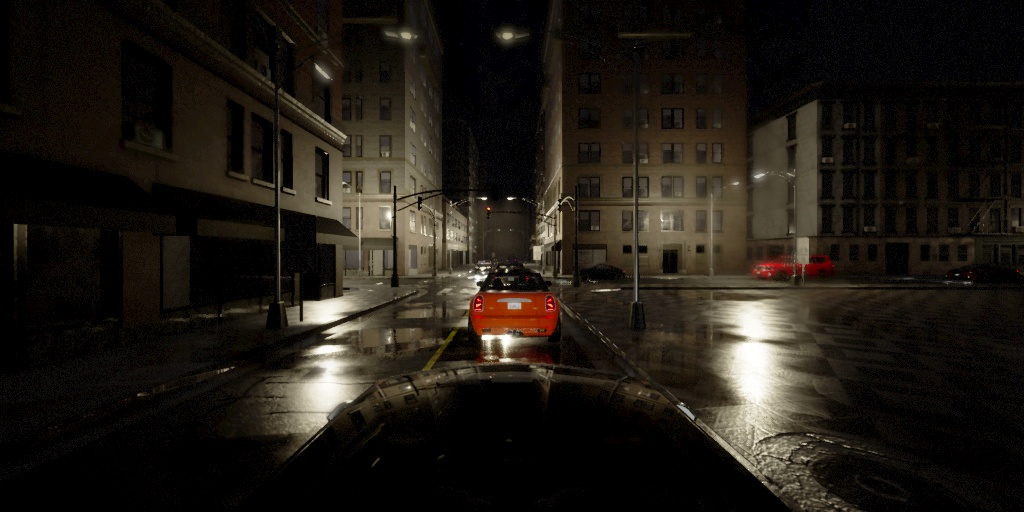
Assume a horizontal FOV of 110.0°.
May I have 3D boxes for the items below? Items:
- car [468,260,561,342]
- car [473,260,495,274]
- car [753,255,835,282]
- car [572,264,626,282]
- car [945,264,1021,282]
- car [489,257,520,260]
[{"bbox_3d":[0.058,1.102,9.904,2.097,1.767,4.553,0,0,0],"label":"car"},{"bbox_3d":[-3.174,1.239,41.223,2.128,1.511,4.902,0,0,0],"label":"car"},{"bbox_3d":[22.448,0.973,28.653,5.566,2.045,2.150,0,0,-1],"label":"car"},{"bbox_3d":[6.856,1.315,28.513,4.181,1.385,1.994,0,0,0],"label":"car"},{"bbox_3d":[37.697,1.319,28.767,4.181,1.385,1.994,0,0,0],"label":"car"},{"bbox_3d":[-0.161,1.101,18.825,2.097,1.767,4.553,0,0,-3],"label":"car"}]
